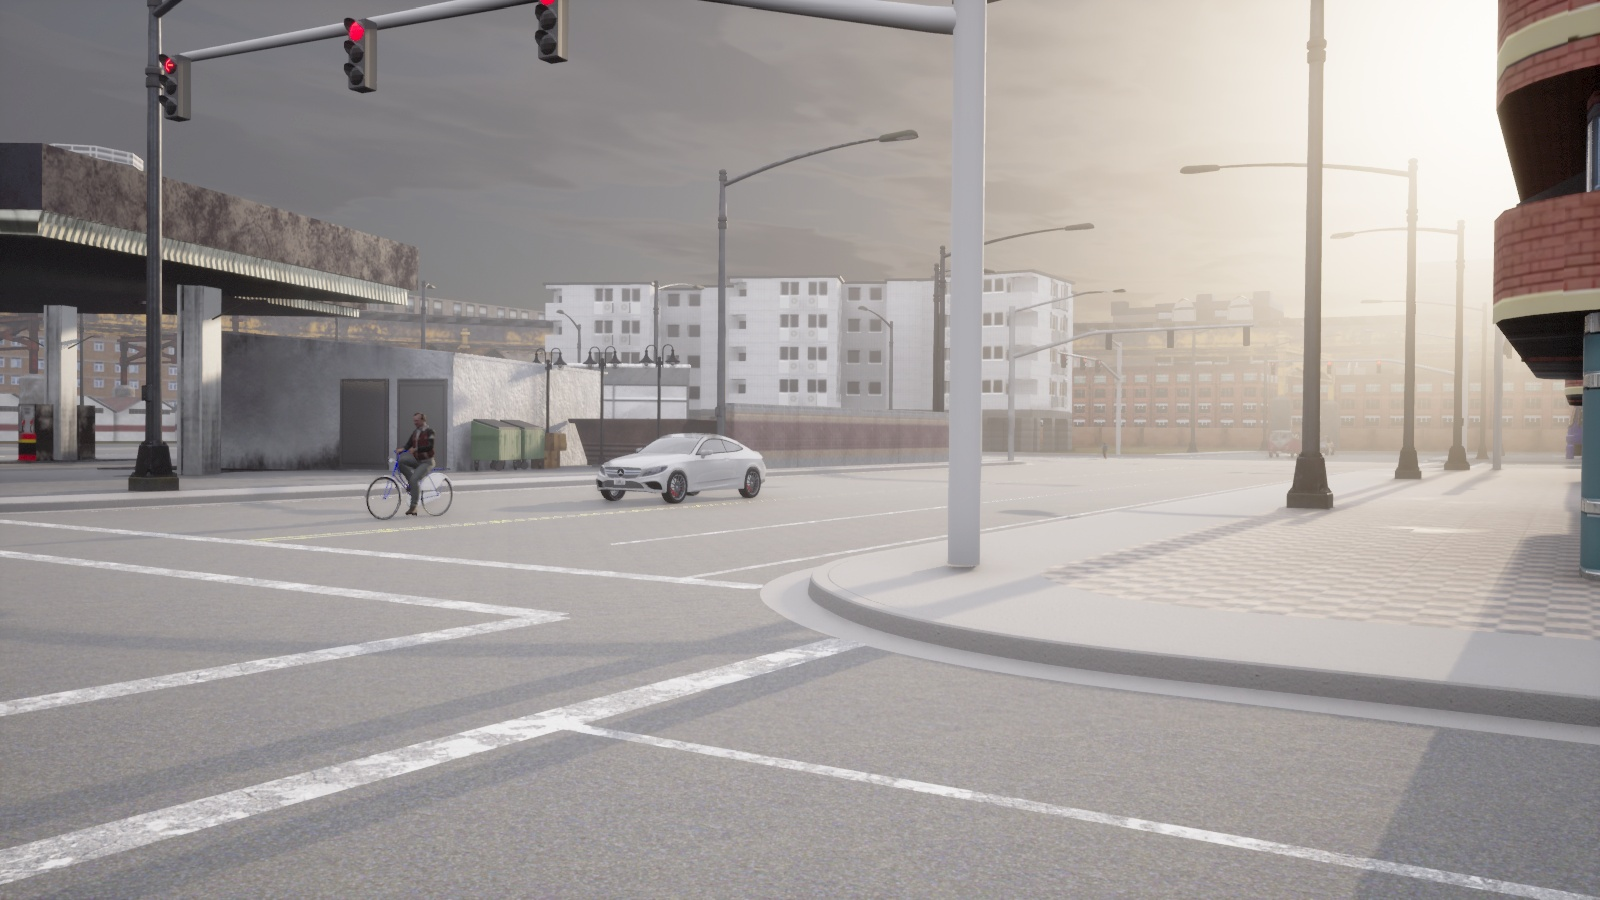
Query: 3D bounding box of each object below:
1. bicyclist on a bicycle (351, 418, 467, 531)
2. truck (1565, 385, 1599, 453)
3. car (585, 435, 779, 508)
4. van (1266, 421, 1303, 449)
[{"bbox_3d":[-6.449,0.377,20.785,0.659,1.776,1.843,0,1,31],"label":"bicyclist on a bicycle"},{"bbox_3d":[43.929,-1.665,64.401,7.936,3.462,2.891,-1,0,32],"label":"truck"},{"bbox_3d":[-2.468,0.404,27.508,1.812,1.442,4.674,0,1,31],"label":"car"},{"bbox_3d":[35.129,-1.076,91.012,1.775,1.987,4.442,0,1,31],"label":"van"}]
